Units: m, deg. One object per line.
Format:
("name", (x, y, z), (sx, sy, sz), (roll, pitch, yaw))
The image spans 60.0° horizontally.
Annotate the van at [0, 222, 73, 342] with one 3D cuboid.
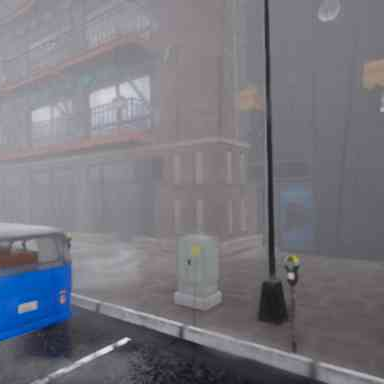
("van", (-3.813, 1.400, 5.768), (3.998, 1.788, 1.690), (-1, -1, 36))
